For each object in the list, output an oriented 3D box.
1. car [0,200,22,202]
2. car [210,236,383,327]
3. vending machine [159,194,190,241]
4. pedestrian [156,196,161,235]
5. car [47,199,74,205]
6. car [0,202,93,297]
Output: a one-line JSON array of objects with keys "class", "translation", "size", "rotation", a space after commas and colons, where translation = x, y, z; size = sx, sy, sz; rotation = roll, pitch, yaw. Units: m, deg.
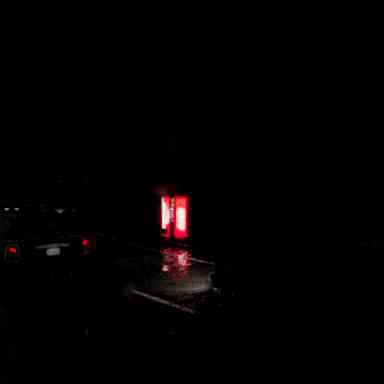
[{"class": "car", "translation": [-15.121, 1.370, 28.027], "size": [2.033, 1.411, 5.357], "rotation": [1, 0, -20]}, {"class": "car", "translation": [2.959, 1.571, 6.233], "size": [5.357, 1.411, 2.033], "rotation": [1, 0, 40]}, {"class": "vending machine", "translation": [-0.831, 1.171, 15.632], "size": [1.100, 2.100, 0.880], "rotation": [1, 0, -38]}, {"class": "pedestrian", "translation": [-1.519, 1.110, 16.045], "size": [0.375, 1.860, 0.375], "rotation": [1, 0, -37]}, {"class": "car", "translation": [-8.906, 1.242, 22.160], "size": [2.097, 1.767, 4.553], "rotation": [1, 0, -25]}, {"class": "car", "translation": [-4.463, 1.301, 8.765], "size": [2.097, 1.767, 4.553], "rotation": [1, 0, -43]}]
